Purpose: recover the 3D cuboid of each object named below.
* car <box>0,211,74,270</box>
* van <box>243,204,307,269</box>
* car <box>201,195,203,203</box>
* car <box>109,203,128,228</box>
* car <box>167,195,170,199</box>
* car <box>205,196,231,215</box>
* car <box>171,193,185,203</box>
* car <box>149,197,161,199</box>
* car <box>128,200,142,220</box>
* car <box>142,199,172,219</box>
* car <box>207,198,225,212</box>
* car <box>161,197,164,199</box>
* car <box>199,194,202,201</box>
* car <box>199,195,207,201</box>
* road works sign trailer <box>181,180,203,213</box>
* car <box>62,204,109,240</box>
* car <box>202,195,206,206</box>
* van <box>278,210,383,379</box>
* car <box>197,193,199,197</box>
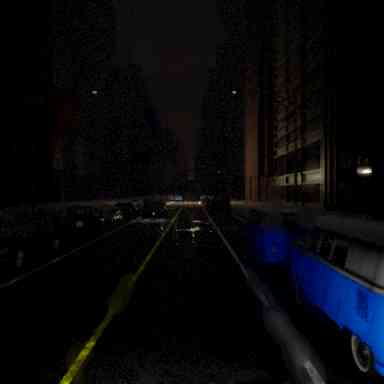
[{"bbox_3d":[-5.757,1.550,10.897,2.008,1.369,4.403,0,0,0],"label":"car"},{"bbox_3d":[2.768,1.339,10.896,1.690,1.788,3.998,0,0,0],"label":"van"},{"bbox_3d":[2.787,1.541,50.639,1.887,1.381,4.507,0,0,0],"label":"car"},{"bbox_3d":[-5.752,1.523,22.082,1.752,1.417,4.829,0,0,0],"label":"car"},{"bbox_3d":[-5.733,1.568,61.993,1.947,1.339,4.313,0,0,0],"label":"car"},{"bbox_3d":[2.779,1.310,33.605,2.192,1.841,5.009,0,0,0],"label":"car"},{"bbox_3d":[-2.965,1.474,71.186,1.882,1.535,5.008,0,0,0],"label":"car"},{"bbox_3d":[-5.741,1.541,44.961,1.887,1.381,4.507,0,0,0],"label":"car"},{"bbox_3d":[-5.749,1.562,27.929,1.947,1.339,4.313,0,0,0],"label":"car"},{"bbox_3d":[-3.083,1.560,28.751,1.994,1.385,4.181,0,0,0],"label":"car"},{"bbox_3d":[2.782,1.520,39.454,1.752,1.417,4.829,0,0,0],"label":"car"},{"bbox_3d":[-5.738,1.523,50.469,1.752,1.417,4.829,0,0,0],"label":"car"},{"bbox_3d":[2.792,1.441,61.994,1.967,1.590,4.097,0,0,0],"label":"car"},{"bbox_3d":[2.803,1.581,84.704,1.947,1.339,4.313,0,0,0],"label":"car"},{"bbox_3d":[0.018,0.459,36.814,2.380,3.560,2.880,0,0,0],"label":"road works sign trailer"},{"bbox_3d":[-5.754,1.438,16.574,1.967,1.590,4.097,0,0,0],"label":"car"},{"bbox_3d":[2.784,1.435,44.962,1.967,1.590,4.097,0,0,0],"label":"car"},{"bbox_3d":[2.765,1.340,5.218,1.690,1.788,3.998,0,0,0],"label":"van"},{"bbox_3d":[2.800,1.451,79.026,1.967,1.590,4.097,0,0,0],"label":"car"}]
